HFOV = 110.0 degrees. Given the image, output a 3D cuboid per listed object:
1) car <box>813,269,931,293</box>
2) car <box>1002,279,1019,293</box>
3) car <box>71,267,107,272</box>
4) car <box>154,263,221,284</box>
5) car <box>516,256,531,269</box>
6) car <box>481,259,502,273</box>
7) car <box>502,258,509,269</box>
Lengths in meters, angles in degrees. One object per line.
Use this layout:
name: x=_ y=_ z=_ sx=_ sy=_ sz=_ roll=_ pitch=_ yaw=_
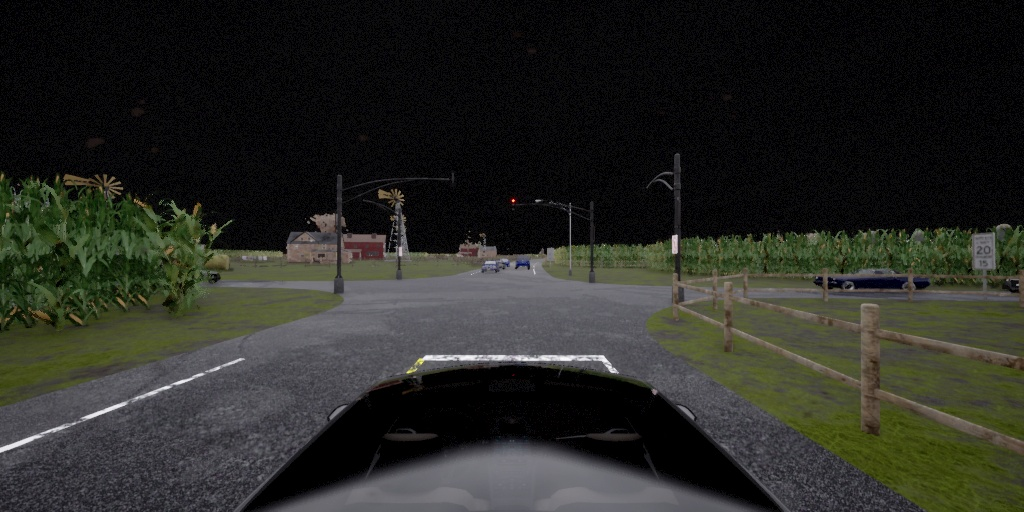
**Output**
car: x=20.381 y=1.401 z=20.565 sx=4.718 sy=1.301 sz=1.895 roll=0 pitch=-1 yaw=9
car: x=29.349 y=1.377 z=19.016 sx=4.181 sy=1.385 sz=1.994 roll=0 pitch=-1 yaw=10
car: x=-32.809 y=1.185 z=26.701 sx=4.902 sy=1.511 sz=2.128 roll=0 pitch=-1 yaw=9
car: x=-22.978 y=1.210 z=25.058 sx=4.892 sy=1.490 sz=1.837 roll=0 pitch=-1 yaw=9
car: x=1.797 y=0.956 z=57.151 sx=2.150 sy=2.045 sz=5.566 roll=0 pitch=0 yaw=3
car: x=-2.595 y=1.271 z=43.898 sx=1.812 sy=1.442 sz=4.674 roll=0 pitch=0 yaw=3
car: x=-2.066 y=1.303 z=53.904 sx=1.994 sy=1.385 sz=4.181 roll=0 pitch=0 yaw=5
